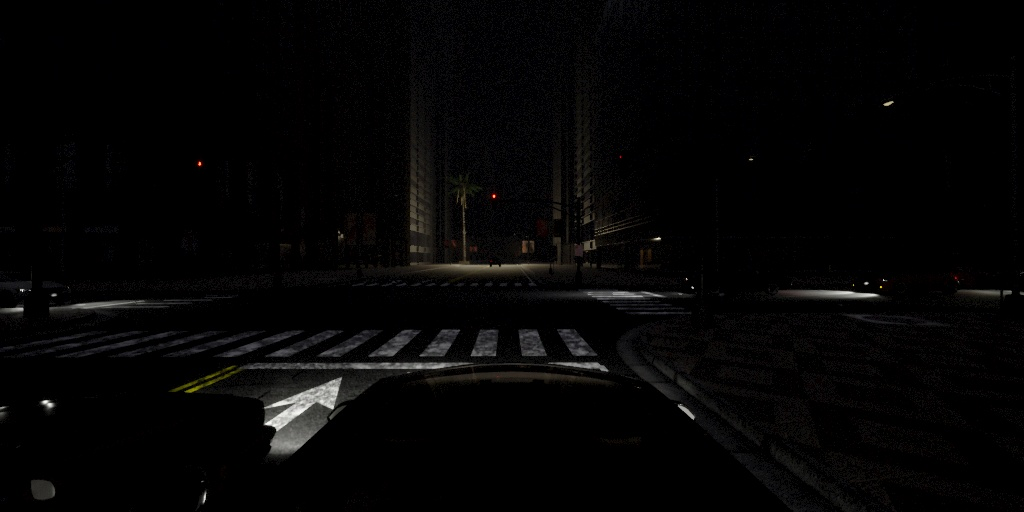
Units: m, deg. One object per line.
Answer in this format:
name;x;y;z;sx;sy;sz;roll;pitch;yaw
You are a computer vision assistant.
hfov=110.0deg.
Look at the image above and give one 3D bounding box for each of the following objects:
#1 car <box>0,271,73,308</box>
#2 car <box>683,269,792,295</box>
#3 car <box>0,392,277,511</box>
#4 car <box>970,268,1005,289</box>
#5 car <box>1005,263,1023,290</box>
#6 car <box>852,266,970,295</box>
car;-21.380;1.353;14.950;4.674;1.442;1.812;0;0;1
car;11.616;1.320;18.727;4.718;1.301;1.895;0;0;-1
car;-3.176;1.297;0.730;2.033;1.411;5.357;0;0;4
car;26.424;1.274;21.739;4.207;1.307;1.802;0;0;-1
car;29.971;1.012;19.044;4.553;1.767;2.097;0;0;-1
car;20.625;1.252;18.880;4.181;1.385;1.994;0;0;-1
